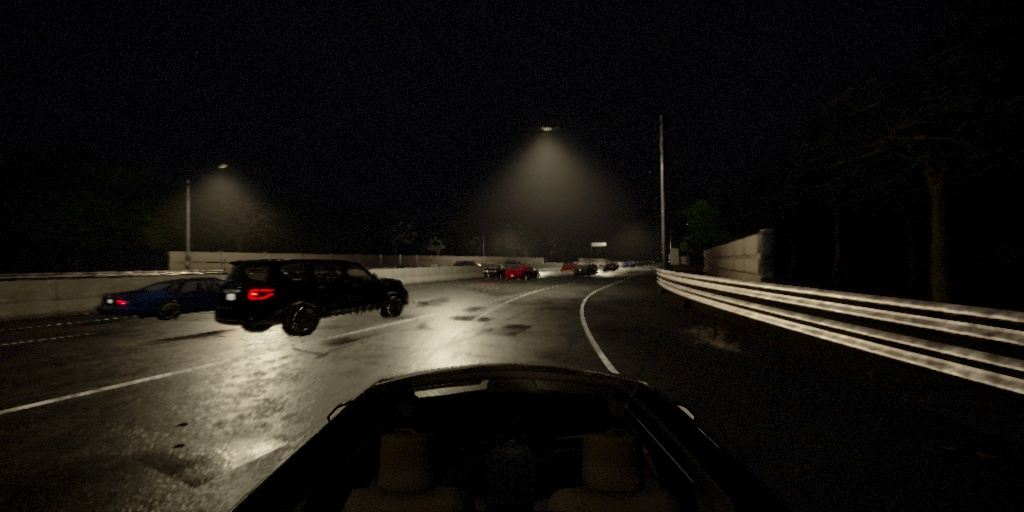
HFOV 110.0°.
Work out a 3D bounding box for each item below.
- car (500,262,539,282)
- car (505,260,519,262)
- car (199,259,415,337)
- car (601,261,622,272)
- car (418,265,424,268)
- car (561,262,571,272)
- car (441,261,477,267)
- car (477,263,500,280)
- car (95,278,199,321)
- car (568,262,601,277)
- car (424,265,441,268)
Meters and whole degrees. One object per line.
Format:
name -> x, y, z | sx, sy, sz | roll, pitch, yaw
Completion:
car -> 1.034, 1.633, 34.386 | 1.882, 1.535, 5.008 | -1, -1, 25
car -> -0.255, 1.848, 65.432 | 2.150, 2.045, 5.566 | -1, 0, 25
car -> -5.725, 1.113, 11.157 | 2.150, 2.045, 5.566 | -1, -1, 25
car -> 16.605, 1.901, 60.226 | 2.033, 1.411, 5.357 | -1, -1, 24
car -> -13.398, 2.101, 53.469 | 2.128, 1.511, 4.902 | -1, -1, 25
car -> 10.218, 1.823, 63.093 | 2.097, 1.767, 4.553 | -1, -1, 24
car -> -7.042, 1.712, 50.563 | 2.150, 2.045, 5.566 | -1, -1, 25
car -> -1.319, 1.723, 37.660 | 2.128, 1.511, 4.902 | -1, -1, 25
car -> -12.112, 1.558, 14.008 | 2.033, 1.411, 5.357 | -1, -1, 25
car -> 8.776, 1.737, 42.926 | 2.033, 1.411, 5.357 | -1, -1, 24
car -> -10.202, 2.076, 52.055 | 1.812, 1.442, 4.674 | -1, -1, 25
